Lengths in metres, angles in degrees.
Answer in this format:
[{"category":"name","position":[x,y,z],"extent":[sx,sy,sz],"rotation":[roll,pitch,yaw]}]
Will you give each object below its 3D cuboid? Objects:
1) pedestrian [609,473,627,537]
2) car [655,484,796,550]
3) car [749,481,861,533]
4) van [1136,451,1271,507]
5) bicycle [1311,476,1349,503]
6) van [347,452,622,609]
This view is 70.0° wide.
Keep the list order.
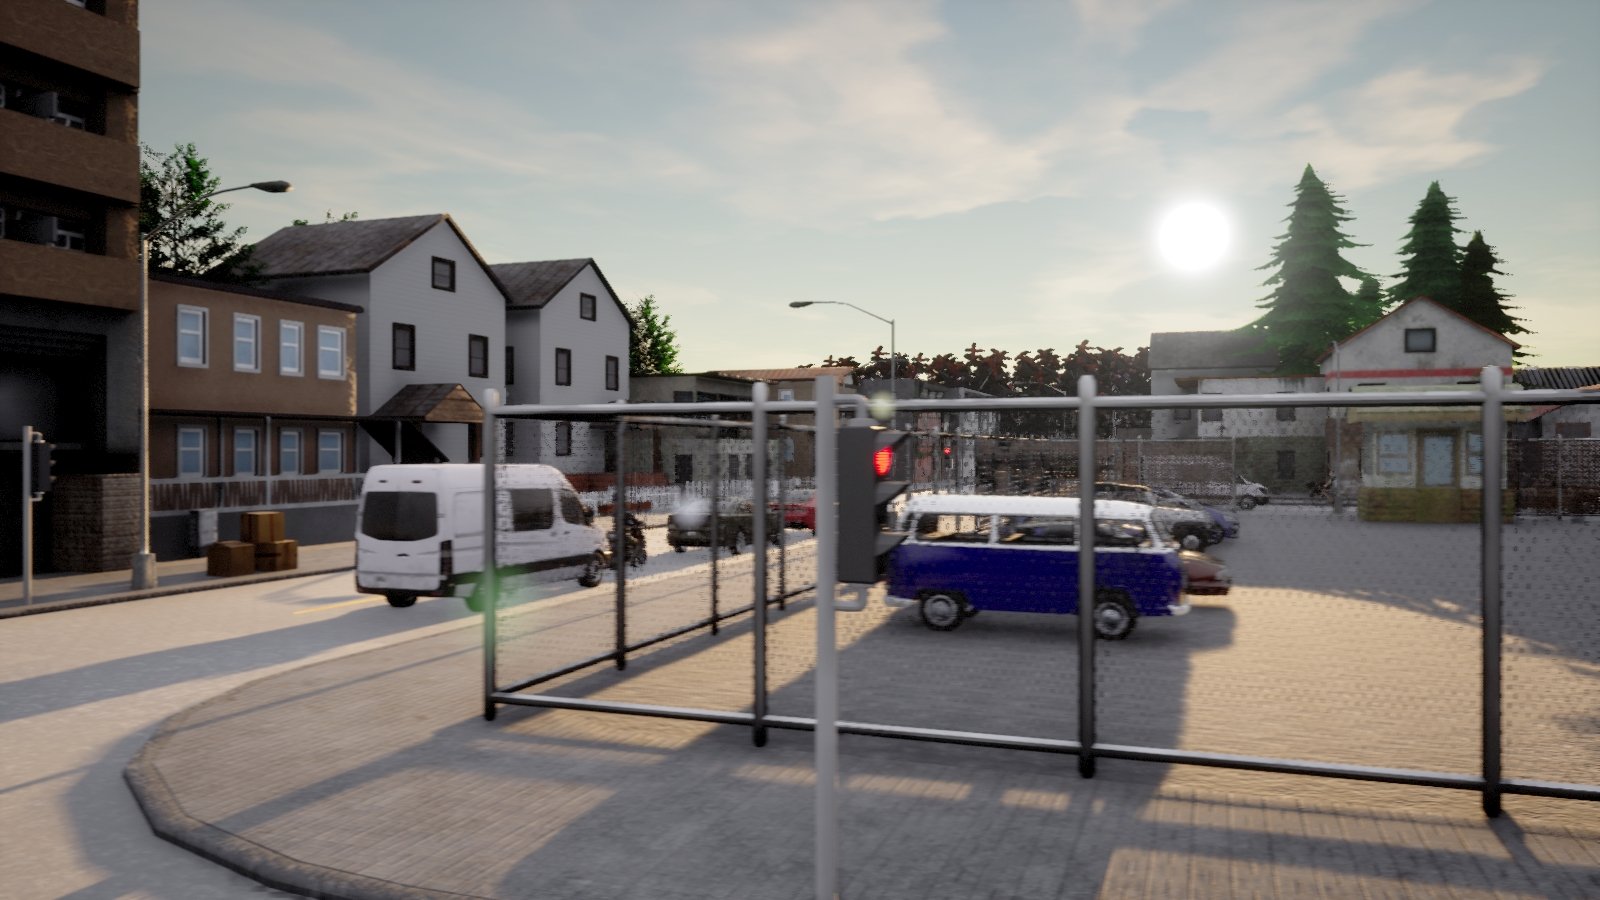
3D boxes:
[{"category":"pedestrian","position":[-5.390,1.628,33.919],"extent":[0.375,1.860,0.375],"rotation":[0,0,30]},{"category":"car","position":[-1.969,1.814,32.095],"extent":[2.097,1.535,5.006],"rotation":[0,0,20]},{"category":"car","position":[0.276,1.841,38.286],"extent":[2.231,1.480,4.892],"rotation":[0,0,20]},{"category":"van","position":[18.980,1.315,53.856],"extent":[5.915,2.561,1.988],"rotation":[0,0,20]},{"category":"bicycle","position":[25.813,1.936,55.642],"extent":[1.643,1.296,0.373],"rotation":[0,0,20]},{"category":"van","position":[-5.716,1.314,21.768],"extent":[1.988,2.561,5.915],"rotation":[0,0,20]}]
